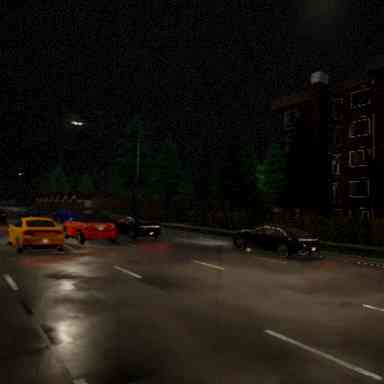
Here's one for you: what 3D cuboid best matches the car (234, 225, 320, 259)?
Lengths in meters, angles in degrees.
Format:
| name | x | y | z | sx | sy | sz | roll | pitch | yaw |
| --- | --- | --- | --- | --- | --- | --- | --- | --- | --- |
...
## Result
| name | x | y | z | sx | sy | sz | roll | pitch | yaw |
| --- | --- | --- | --- | --- | --- | --- | --- | --- | --- |
| car | 4.270 | 2.494 | 17.510 | 2.128 | 1.511 | 4.902 | 4 | -3 | -35 |

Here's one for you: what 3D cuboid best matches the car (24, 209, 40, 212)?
| name | x | y | z | sx | sy | sz | roll | pitch | yaw |
| --- | --- | --- | --- | --- | --- | --- | --- | --- | --- |
| car | -16.814 | 2.560 | 34.937 | 1.812 | 1.442 | 4.674 | 4 | -3 | -36 |

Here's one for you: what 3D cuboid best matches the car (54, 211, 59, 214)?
| name | x | y | z | sx | sy | sz | roll | pitch | yaw |
| --- | --- | --- | --- | --- | --- | --- | --- | --- | --- |
| car | -14.256 | 2.721 | 37.371 | 1.882 | 1.535 | 5.008 | 4 | -3 | -36 |

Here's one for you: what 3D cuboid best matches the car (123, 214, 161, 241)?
| name | x | y | z | sx | sy | sz | roll | pitch | yaw |
| --- | --- | --- | --- | --- | --- | --- | --- | --- | --- |
| car | -3.963 | 2.445 | 23.004 | 2.128 | 1.511 | 4.902 | 4 | -3 | -35 |

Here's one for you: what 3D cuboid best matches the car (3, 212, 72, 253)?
| name | x | y | z | sx | sy | sz | roll | pitch | yaw |
| --- | --- | --- | --- | --- | --- | --- | --- | --- | --- |
| car | -7.675 | 1.972 | 16.189 | 1.882 | 1.535 | 5.008 | 4 | -3 | -35 |

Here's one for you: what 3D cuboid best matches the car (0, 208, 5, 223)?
| name | x | y | z | sx | sy | sz | roll | pitch | yaw |
| --- | --- | --- | --- | --- | --- | --- | --- | --- | --- |
| car | -19.036 | 2.306 | 32.042 | 2.128 | 1.511 | 4.902 | 4 | -3 | -35 |

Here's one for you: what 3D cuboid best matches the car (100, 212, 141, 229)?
| name | x | y | z | sx | sy | sz | roll | pitch | yaw |
| --- | --- | --- | --- | --- | --- | --- | --- | --- | --- |
| car | -7.397 | 2.879 | 33.792 | 2.033 | 1.411 | 5.357 | 4 | -3 | -35 |

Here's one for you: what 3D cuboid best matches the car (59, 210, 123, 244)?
| name | x | y | z | sx | sy | sz | roll | pitch | yaw |
| --- | --- | --- | --- | --- | --- | --- | --- | --- | --- |
| car | -6.332 | 2.091 | 20.327 | 2.097 | 1.767 | 4.553 | 4 | -3 | -35 |
